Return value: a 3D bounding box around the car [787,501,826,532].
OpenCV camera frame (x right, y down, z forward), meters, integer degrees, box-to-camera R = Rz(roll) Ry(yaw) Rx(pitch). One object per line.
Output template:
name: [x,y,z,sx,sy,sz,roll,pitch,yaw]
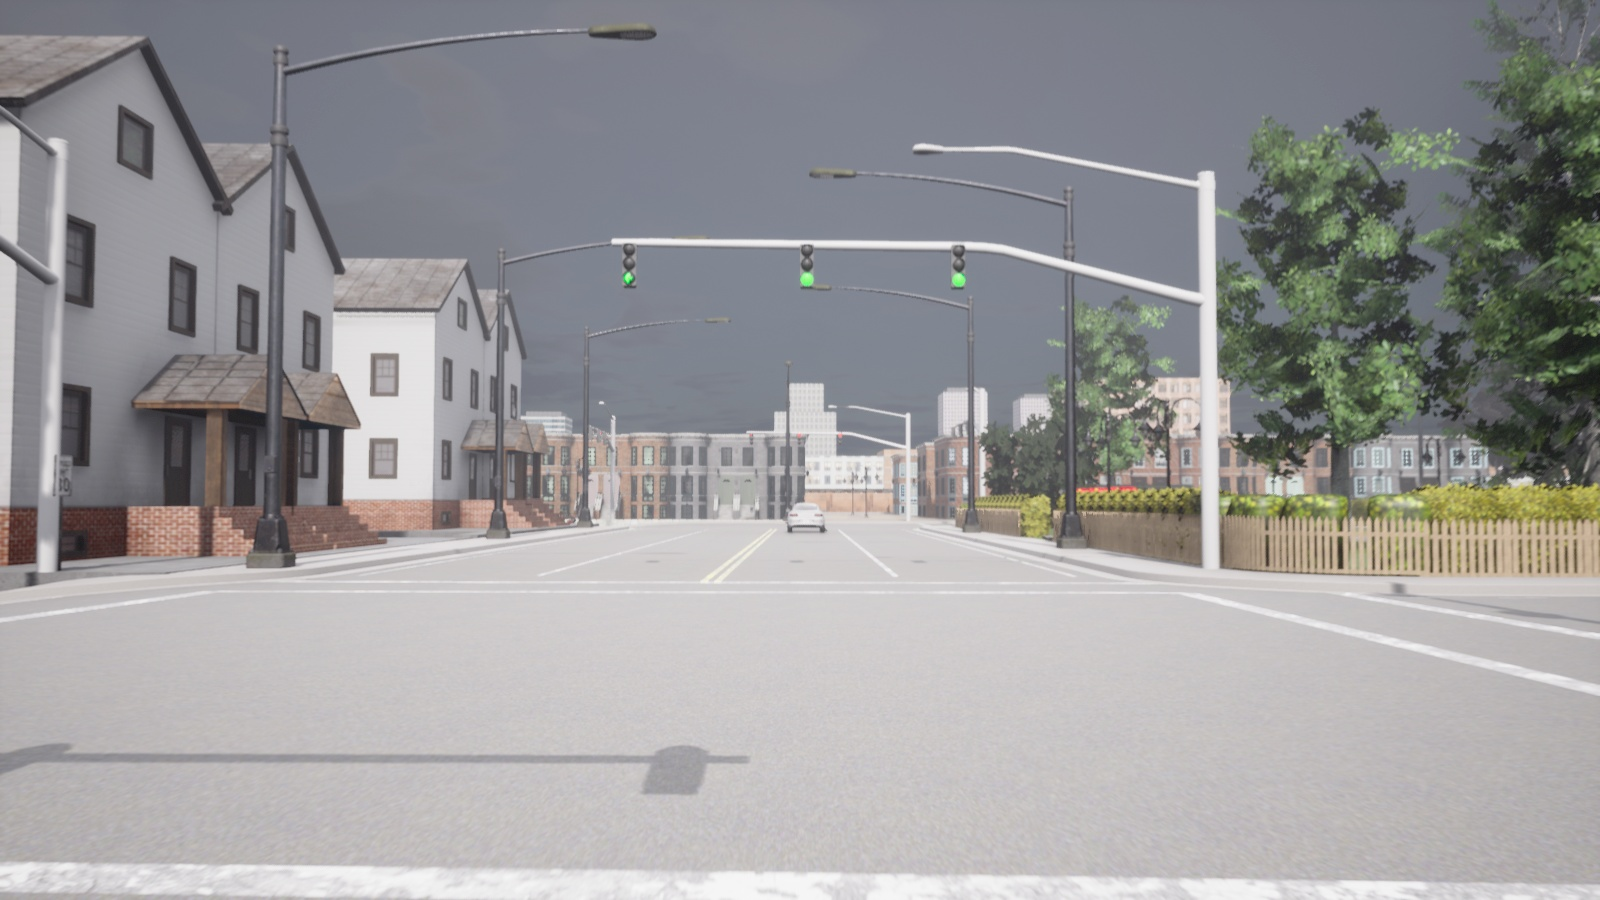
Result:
car: [0.317,3.257,61.972,1.812,1.442,4.674,0,-2,0]
